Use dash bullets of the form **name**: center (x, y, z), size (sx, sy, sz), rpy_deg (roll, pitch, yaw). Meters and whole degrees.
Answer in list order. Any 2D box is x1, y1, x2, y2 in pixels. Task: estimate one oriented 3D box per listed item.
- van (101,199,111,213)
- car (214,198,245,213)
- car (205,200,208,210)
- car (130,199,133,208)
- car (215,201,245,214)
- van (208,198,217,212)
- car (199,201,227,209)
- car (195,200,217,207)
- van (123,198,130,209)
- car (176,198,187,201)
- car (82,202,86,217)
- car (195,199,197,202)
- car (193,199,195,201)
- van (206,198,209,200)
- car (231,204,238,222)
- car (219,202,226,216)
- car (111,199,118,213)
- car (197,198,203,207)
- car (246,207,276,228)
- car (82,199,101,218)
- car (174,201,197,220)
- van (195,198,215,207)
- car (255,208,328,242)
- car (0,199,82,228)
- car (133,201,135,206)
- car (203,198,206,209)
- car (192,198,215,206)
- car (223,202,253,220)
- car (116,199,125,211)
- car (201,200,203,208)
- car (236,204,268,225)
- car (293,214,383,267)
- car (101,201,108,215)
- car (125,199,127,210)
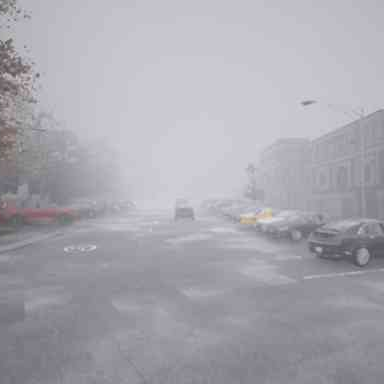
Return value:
- **van**: center (-12.700, 1.854, 40.755), size (4.442, 1.987, 1.878), rpy_deg (0, -1, -23)
- **car**: center (5.370, 1.964, 38.688), size (4.553, 1.767, 2.185), rpy_deg (1, -1, -23)
- **car**: center (4.921, 2.211, 47.469), size (5.008, 1.535, 2.097), rpy_deg (1, -1, -23)
- **car**: center (-13.420, 2.385, 58.448), size (4.674, 1.452, 2.002), rpy_deg (0, -1, -23)
- **car**: center (5.481, 2.051, 35.749), size (4.892, 1.521, 2.231), rpy_deg (1, -1, -23)
- **van**: center (4.963, 1.941, 44.493), size (4.442, 1.987, 1.878), rpy_deg (1, -1, -23)
- **car**: center (4.100, 2.494, 65.048), size (4.892, 1.521, 2.231), rpy_deg (1, -1, -23)
- **car**: center (3.448, 2.786, 79.706), size (4.792, 1.488, 2.163), rpy_deg (1, -1, -23)
- **van**: center (-13.178, 2.071, 55.560), size (4.442, 1.987, 1.878), rpy_deg (0, -1, -23)
- **car**: center (-1.683, 2.027, 53.668), size (2.150, 2.045, 5.566), rpy_deg (0, -1, -3)
- **car**: center (-12.071, 1.953, 29.024), size (4.792, 1.488, 2.163), rpy_deg (0, 0, -23)
- **car**: center (4.005, 2.597, 70.980), size (5.366, 1.575, 1.946), rpy_deg (1, -1, -23)
- **car**: center (3.733, 2.703, 76.834), size (5.366, 1.575, 1.946), rpy_deg (1, -1, -23)
- **van**: center (4.900, 2.032, 50.451), size (4.442, 1.987, 1.878), rpy_deg (1, -1, -23)
- **car**: center (5.886, 1.976, 26.956), size (4.674, 1.452, 2.002), rpy_deg (1, -1, -23)
- **car**: center (5.584, 2.041, 32.803), size (4.792, 1.488, 2.163), rpy_deg (1, -1, -23)
- **car**: center (-12.724, 2.120, 43.744), size (4.892, 1.521, 2.231), rpy_deg (0, -1, -23)
- **car**: center (4.410, 2.143, 59.206), size (5.566, 2.045, 2.435), rpy_deg (1, -1, -23)
- **car**: center (6.160, 1.900, 21.094), size (4.674, 1.452, 2.002), rpy_deg (1, -1, -23)
- **car**: center (-12.294, 1.874, 34.934), size (4.553, 1.767, 2.185), rpy_deg (0, 0, -23)
- **car**: center (-0.808, 2.016, 34.827), size (1.882, 1.535, 5.008), rpy_deg (0, -1, -3)
- **van**: center (3.178, 2.580, 82.578), size (4.442, 1.987, 1.878), rpy_deg (1, -1, -23)
- **car**: center (6.302, 1.823, 18.165), size (4.892, 1.521, 2.231), rpy_deg (1, -1, -23)
- **car**: center (-11.887, 1.633, 26.116), size (5.566, 2.045, 2.435), rpy_deg (0, -1, -23)
- **car**: center (-13.560, 2.434, 61.390), size (4.674, 1.452, 2.002), rpy_deg (0, -1, -23)
- **car**: center (4.627, 2.173, 53.322), size (4.553, 1.767, 2.185), rpy_deg (1, -1, -23)
- **car**: center (2.971, 2.665, 88.481), size (5.566, 2.045, 2.435), rpy_deg (2, -1, -23)
- **car**: center (5.758, 1.975, 29.883), size (4.892, 1.521, 2.231), rpy_deg (1, -1, -23)
- **car**: center (-12.698, 2.158, 46.758), size (5.366, 1.575, 1.946), rpy_deg (0, -1, -23)
- **car**: center (4.520, 2.386, 56.255), size (4.674, 1.452, 2.002), rpy_deg (1, -1, -23)
- **car**: center (6.189, 1.898, 24.102), size (5.366, 1.575, 1.946), rpy_deg (1, -1, -23)
- **car**: center (6.565, 1.746, 12.308), size (4.892, 1.521, 2.231), rpy_deg (1, -1, -23)
- **car**: center (-12.484, 2.068, 37.849), size (4.792, 1.488, 2.163), rpy_deg (0, -1, -23)
- **car**: center (-13.139, 2.290, 52.562), size (4.674, 1.452, 2.002), rpy_deg (0, -1, -23)
